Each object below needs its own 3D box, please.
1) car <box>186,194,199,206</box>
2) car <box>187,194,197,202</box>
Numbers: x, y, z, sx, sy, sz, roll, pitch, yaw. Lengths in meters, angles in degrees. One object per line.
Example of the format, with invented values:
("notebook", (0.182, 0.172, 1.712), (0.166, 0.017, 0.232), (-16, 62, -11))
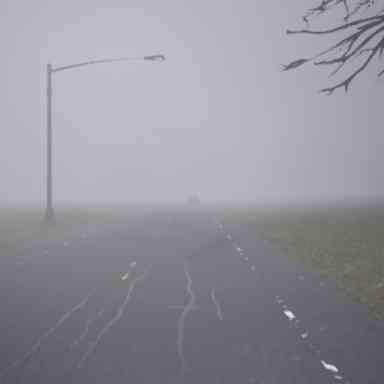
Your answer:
("car", (0.132, 1.230, 47.584), (2.033, 1.411, 5.357), (0, 0, 0))
("car", (0.042, 1.109, 62.025), (1.812, 1.442, 4.674), (0, 0, 0))
